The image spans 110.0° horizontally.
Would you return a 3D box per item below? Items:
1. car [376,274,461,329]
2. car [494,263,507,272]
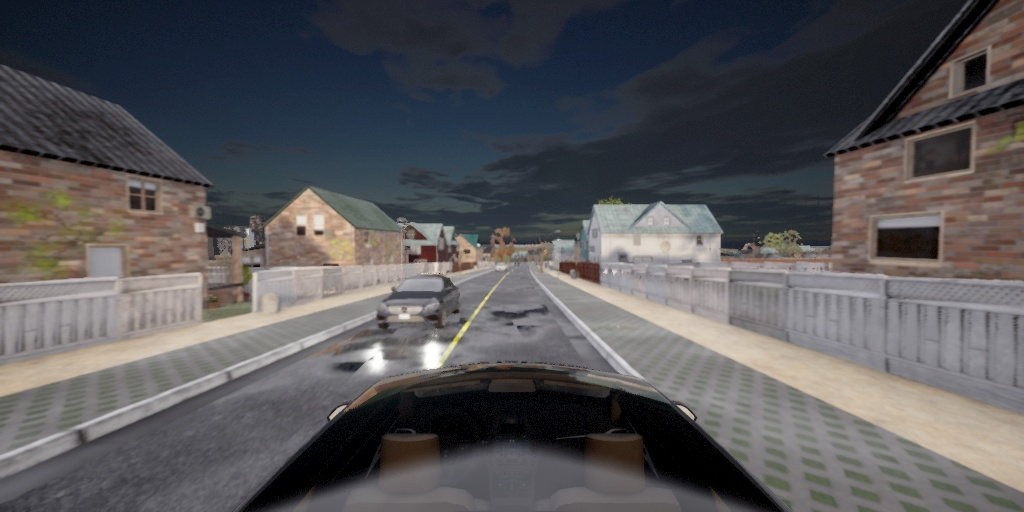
[{"bbox_3d":[-2.797,1.347,11.696,1.812,1.442,4.674,0,-1,1],"label":"car"},{"bbox_3d":[-1.743,1.806,57.432,1.812,1.442,4.674,0,-1,3],"label":"car"}]
